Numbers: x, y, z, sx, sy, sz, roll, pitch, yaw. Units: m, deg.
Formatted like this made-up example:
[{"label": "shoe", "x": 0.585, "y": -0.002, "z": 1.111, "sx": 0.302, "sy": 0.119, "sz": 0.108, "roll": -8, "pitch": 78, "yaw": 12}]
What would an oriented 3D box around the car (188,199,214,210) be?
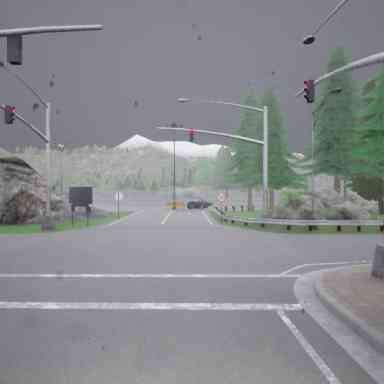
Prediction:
[{"label": "car", "x": 1.265, "y": 1.671, "z": 45.629, "sx": 1.882, "sy": 1.535, "sz": 5.008, "roll": -2, "pitch": -1, "yaw": 31}]
